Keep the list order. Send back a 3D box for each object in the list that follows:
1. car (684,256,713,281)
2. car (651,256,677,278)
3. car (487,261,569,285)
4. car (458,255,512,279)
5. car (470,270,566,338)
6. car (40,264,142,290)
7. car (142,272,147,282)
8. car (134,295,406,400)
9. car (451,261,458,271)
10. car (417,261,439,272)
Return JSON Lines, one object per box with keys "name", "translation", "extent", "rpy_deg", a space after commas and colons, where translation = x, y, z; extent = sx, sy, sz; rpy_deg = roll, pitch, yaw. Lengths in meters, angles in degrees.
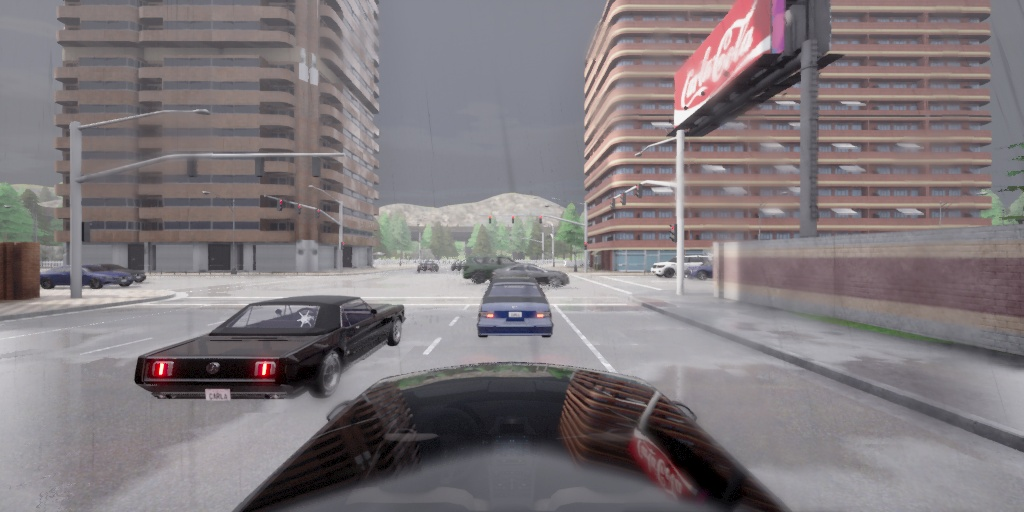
{"name": "car", "translation": [16.701, 1.102, 29.727], "extent": [4.553, 1.767, 2.097], "rpy_deg": [0, 0, 0]}
{"name": "car", "translation": [15.862, 0.972, 33.222], "extent": [5.566, 2.045, 2.150], "rpy_deg": [0, 0, 0]}
{"name": "car", "translation": [1.095, 1.241, 22.413], "extent": [4.902, 1.511, 2.128], "rpy_deg": [0, 0, 0]}
{"name": "car", "translation": [-0.801, 0.971, 25.899], "extent": [5.566, 2.045, 2.150], "rpy_deg": [0, 0, 0]}
{"name": "car", "translation": [0.065, 1.297, 10.176], "extent": [2.033, 1.411, 5.357], "rpy_deg": [0, 0, 0]}
{"name": "car", "translation": [-26.428, 1.276, 22.232], "extent": [4.674, 1.442, 1.812], "rpy_deg": [0, 0, -1]}
{"name": "car", "translation": [-29.151, 1.276, 25.711], "extent": [4.674, 1.442, 1.812], "rpy_deg": [0, 0, -1]}
{"name": "car", "translation": [-3.450, 1.351, 6.453], "extent": [1.895, 1.301, 4.718], "rpy_deg": [0, 0, 0]}
{"name": "car", "translation": [-7.141, 1.314, 49.394], "extent": [1.994, 1.385, 4.181], "rpy_deg": [0, 0, 1]}
{"name": "car", "translation": [-10.654, 1.314, 45.574], "extent": [1.994, 1.385, 4.181], "rpy_deg": [0, 0, 1]}
